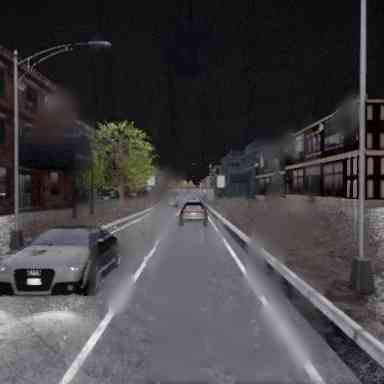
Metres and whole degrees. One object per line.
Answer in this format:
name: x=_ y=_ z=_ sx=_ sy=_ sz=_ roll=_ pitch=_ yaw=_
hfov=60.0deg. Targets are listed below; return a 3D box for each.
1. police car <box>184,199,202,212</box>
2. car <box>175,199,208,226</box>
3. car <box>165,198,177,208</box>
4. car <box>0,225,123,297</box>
police car: x=0.107 y=1.640 z=41.826 sx=2.038 sy=1.542 sz=4.974 roll=0 pitch=0 yaw=0
car: x=0.104 y=1.487 z=23.766 sx=2.033 sy=1.649 sz=4.856 roll=0 pitch=0 yaw=0
car: x=-3.065 y=1.634 z=50.390 sx=2.128 sy=1.511 sz=4.902 roll=0 pitch=0 yaw=0
car: x=-3.097 y=1.573 z=8.512 sx=1.994 sy=1.385 sz=4.181 roll=0 pitch=0 yaw=0
